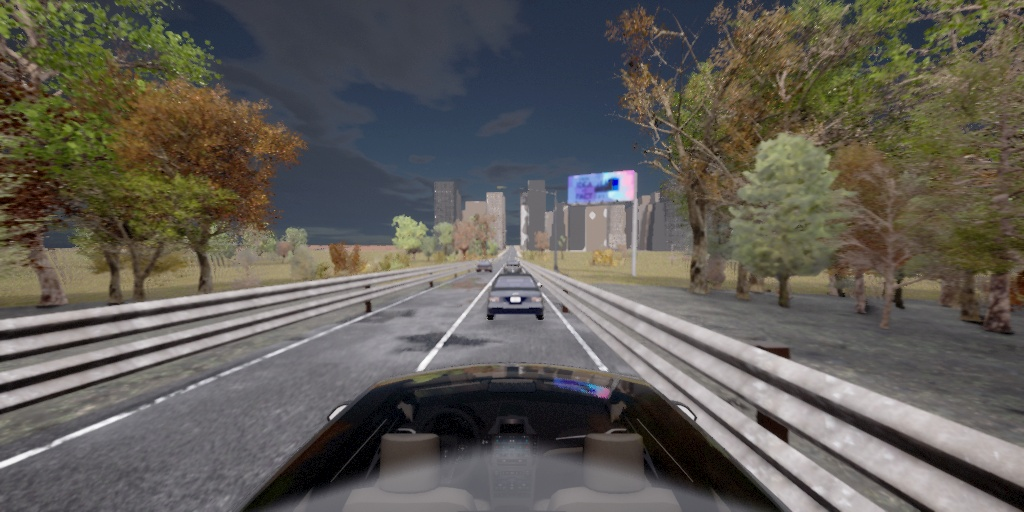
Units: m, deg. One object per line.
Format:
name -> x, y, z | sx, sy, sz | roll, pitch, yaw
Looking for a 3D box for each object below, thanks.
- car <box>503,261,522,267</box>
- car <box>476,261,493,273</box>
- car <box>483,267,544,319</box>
car -> 0.084, 1.257, 37.042 | 2.128, 1.511, 4.902 | 0, 0, 0
car -> -3.291, 1.316, 43.701 | 2.033, 1.411, 5.357 | 0, 0, 1
car -> 0.097, 1.302, 12.832 | 2.033, 1.411, 5.357 | 0, 0, 0
